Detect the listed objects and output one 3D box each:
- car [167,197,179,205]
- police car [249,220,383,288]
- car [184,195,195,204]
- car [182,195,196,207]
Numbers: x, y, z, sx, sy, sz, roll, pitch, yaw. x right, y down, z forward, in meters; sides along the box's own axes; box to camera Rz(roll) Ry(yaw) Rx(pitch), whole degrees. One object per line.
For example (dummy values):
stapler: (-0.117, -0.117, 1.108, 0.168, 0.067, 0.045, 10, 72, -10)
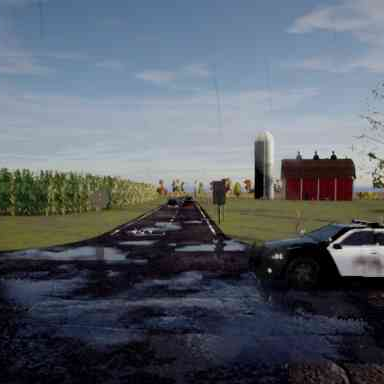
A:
car: (-3.225, 1.585, 57.716, 1.994, 1.385, 4.181, 0, 0, 0)
police car: (4.090, 1.552, 8.677, 4.974, 1.542, 2.038, 1, 0, -1)
car: (-0.525, 1.380, 63.530, 2.097, 1.767, 4.553, 0, 0, -1)
car: (-0.436, 1.520, 53.125, 1.837, 1.490, 4.892, 0, 0, 0)
